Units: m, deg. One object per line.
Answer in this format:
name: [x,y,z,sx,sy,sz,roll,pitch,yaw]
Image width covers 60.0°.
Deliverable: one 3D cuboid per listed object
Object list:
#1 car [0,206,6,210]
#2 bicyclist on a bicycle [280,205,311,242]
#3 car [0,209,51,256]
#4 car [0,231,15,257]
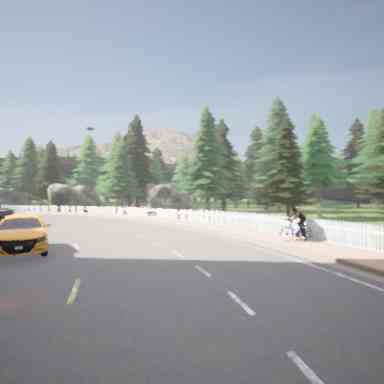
car: [-13.550,1.958,24.086,1.895,1.301,4.718,0,-1,-43]
bicyclist on a bicycle: [4.627,1.392,14.829,1.656,1.620,0.582,0,-1,-19]
car: [-6.948,1.673,13.650,1.882,1.535,5.008,0,-1,-25]
car: [-4.154,1.571,3.993,2.128,1.511,4.902,0,-1,-11]
